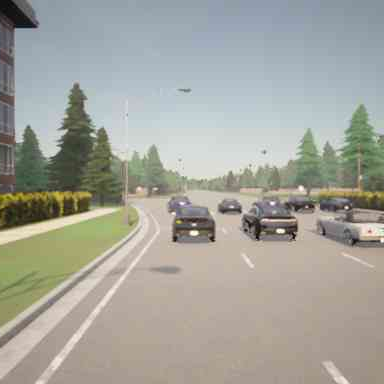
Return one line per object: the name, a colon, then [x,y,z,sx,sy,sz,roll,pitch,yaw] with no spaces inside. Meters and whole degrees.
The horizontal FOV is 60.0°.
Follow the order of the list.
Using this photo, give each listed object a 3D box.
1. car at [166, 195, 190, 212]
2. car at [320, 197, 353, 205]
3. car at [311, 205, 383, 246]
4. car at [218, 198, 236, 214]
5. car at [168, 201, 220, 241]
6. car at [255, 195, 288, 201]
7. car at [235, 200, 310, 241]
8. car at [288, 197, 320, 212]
car: [-1.218,1.079,31.221,2.097,1.767,4.553,0,1,-8]
car: [14.084,1.245,32.612,1.812,1.442,4.674,0,0,0]
car: [7.097,1.476,14.495,1.895,1.301,4.718,0,0,0]
car: [3.597,1.286,31.996,1.994,1.385,4.181,0,0,0]
car: [0.063,1.367,15.677,1.837,1.490,4.892,0,0,0]
car: [7.096,1.081,31.280,2.097,1.767,4.553,0,0,0]
car: [3.597,1.353,15.928,2.128,1.511,4.902,0,1,0]
car: [10.597,1.191,33.132,1.882,1.535,5.008,0,0,0]
